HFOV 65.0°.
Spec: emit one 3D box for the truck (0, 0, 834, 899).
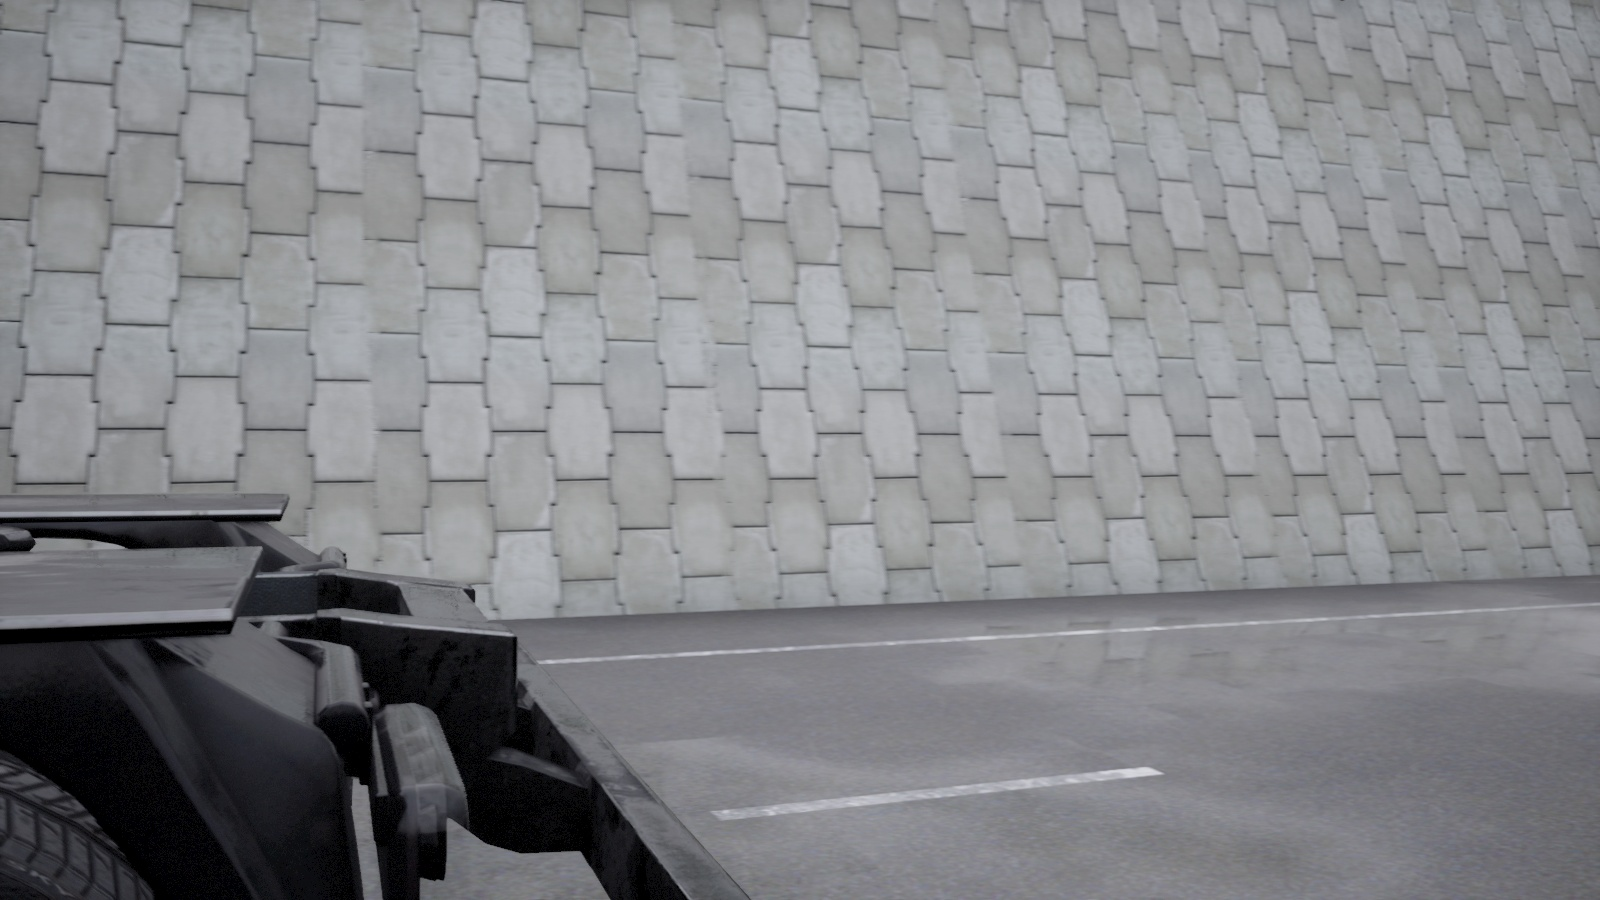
[{"bbox_3d":[-4.185,-0.165,1.639,7.936,3.462,2.891,-1,1,-21],"label":"truck"}]
